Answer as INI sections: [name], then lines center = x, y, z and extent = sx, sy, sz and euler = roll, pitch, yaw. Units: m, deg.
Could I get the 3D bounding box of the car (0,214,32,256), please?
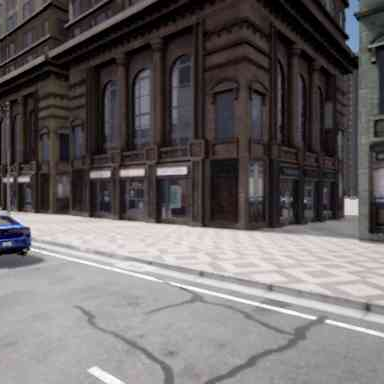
[car]
center = -7.704, 1.497, 12.119
extent = 5.008, 1.535, 1.882
euler = 0, 0, 40
